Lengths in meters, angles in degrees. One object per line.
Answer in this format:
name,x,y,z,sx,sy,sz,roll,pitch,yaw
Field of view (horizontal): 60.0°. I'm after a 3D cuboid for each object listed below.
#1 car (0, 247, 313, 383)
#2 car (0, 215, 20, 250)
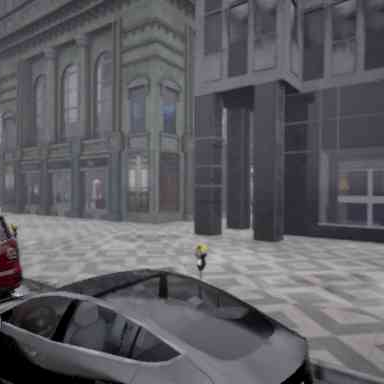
car,-0.928,1.551,3.625,4.313,1.339,1.947,0,0,36
car,-5.514,1.269,6.900,5.009,1.841,2.192,0,0,36
